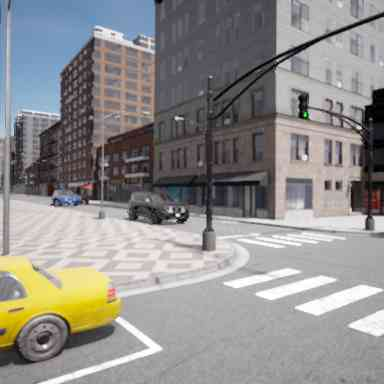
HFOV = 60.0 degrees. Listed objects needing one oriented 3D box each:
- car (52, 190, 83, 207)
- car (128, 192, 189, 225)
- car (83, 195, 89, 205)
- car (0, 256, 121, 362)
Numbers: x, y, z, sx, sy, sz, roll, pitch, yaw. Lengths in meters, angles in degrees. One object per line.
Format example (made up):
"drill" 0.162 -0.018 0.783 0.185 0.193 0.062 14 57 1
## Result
"car" -15.994 0.813 41.811 2.150 2.045 5.566 1 0 -35
"car" -2.437 1.028 22.570 2.150 2.045 5.566 1 0 -35
"car" -16.050 1.105 47.296 1.812 1.442 4.674 1 0 -35
"car" -3.388 1.525 4.337 4.829 1.417 1.752 0 1 -36
